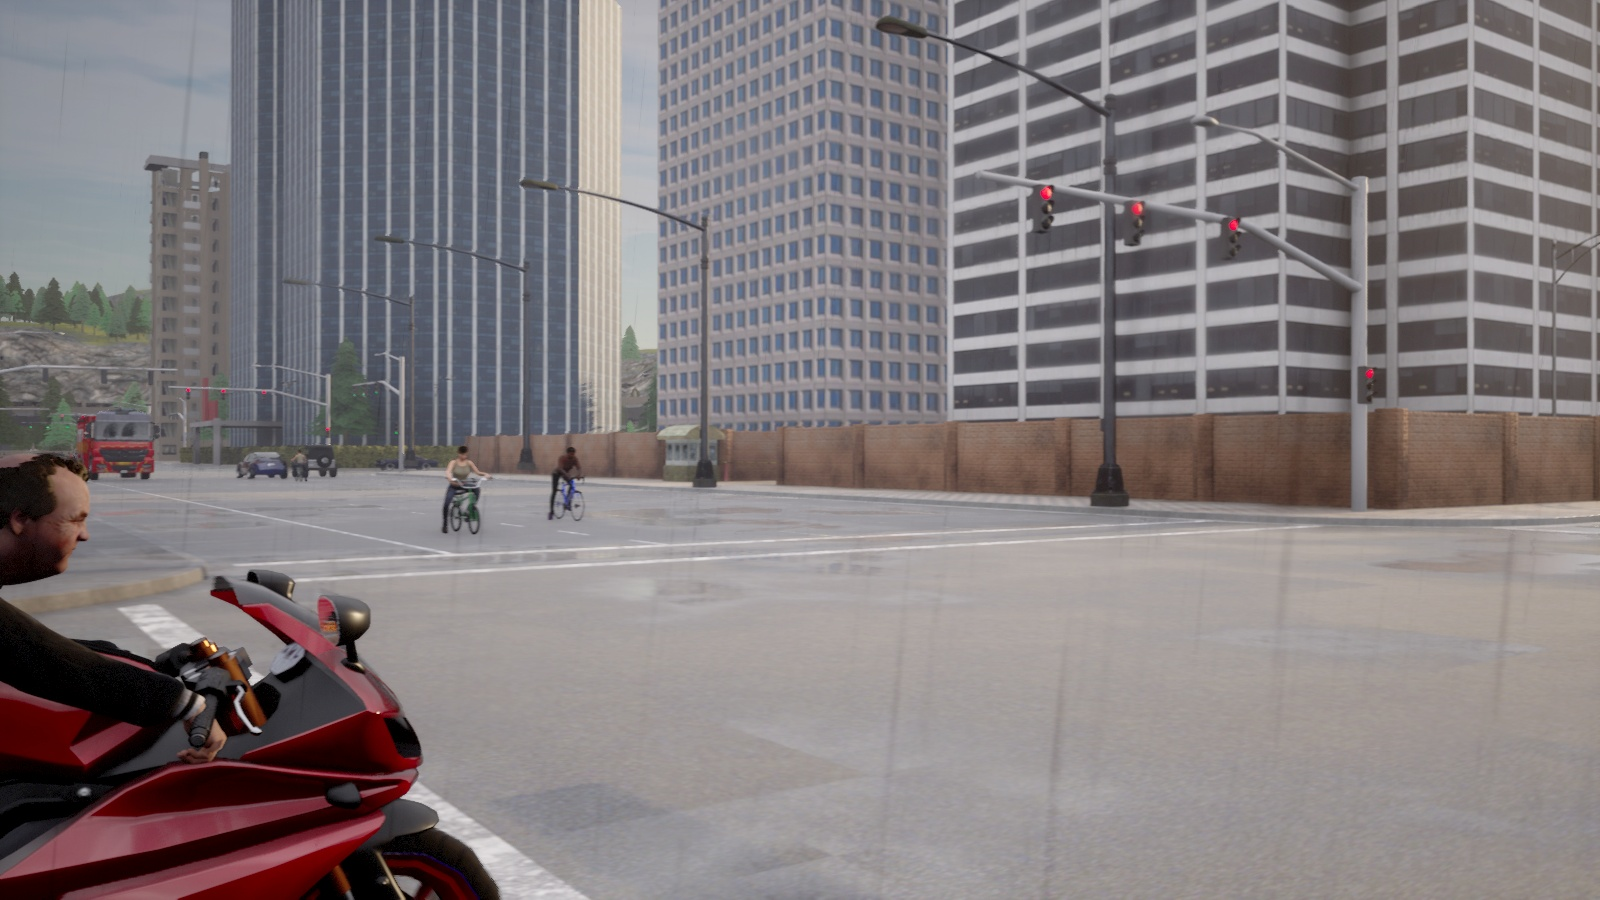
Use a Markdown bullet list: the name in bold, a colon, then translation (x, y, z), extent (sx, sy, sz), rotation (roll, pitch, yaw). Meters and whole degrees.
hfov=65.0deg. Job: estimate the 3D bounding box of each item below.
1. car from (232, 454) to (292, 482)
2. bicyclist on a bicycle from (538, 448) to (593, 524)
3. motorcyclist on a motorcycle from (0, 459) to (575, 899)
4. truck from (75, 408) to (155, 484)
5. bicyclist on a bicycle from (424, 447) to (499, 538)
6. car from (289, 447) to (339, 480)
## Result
- **car**: translation (-29.968, 0.972, 69.819), extent (2.163, 1.488, 4.792), rotation (0, 0, -35)
- **bicyclist on a bicycle**: translation (-5.167, 0.771, 27.609), extent (0.582, 1.620, 1.656), rotation (0, 0, -35)
- **motorcyclist on a motorcycle**: translation (-1.646, 0.789, 2.513), extent (2.191, 1.530, 0.866), rotation (0, 0, -35)
- **truck**: translation (-37.049, -0.179, 67.752), extent (2.891, 3.827, 8.468), rotation (0, 0, -35)
- **bicyclist on a bicycle**: translation (-6.194, 0.747, 22.937), extent (0.866, 1.612, 1.509), rotation (0, 0, -34)
- **car**: translation (-28.723, 0.775, 74.173), extent (1.905, 1.878, 3.866), rotation (0, 0, -35)
